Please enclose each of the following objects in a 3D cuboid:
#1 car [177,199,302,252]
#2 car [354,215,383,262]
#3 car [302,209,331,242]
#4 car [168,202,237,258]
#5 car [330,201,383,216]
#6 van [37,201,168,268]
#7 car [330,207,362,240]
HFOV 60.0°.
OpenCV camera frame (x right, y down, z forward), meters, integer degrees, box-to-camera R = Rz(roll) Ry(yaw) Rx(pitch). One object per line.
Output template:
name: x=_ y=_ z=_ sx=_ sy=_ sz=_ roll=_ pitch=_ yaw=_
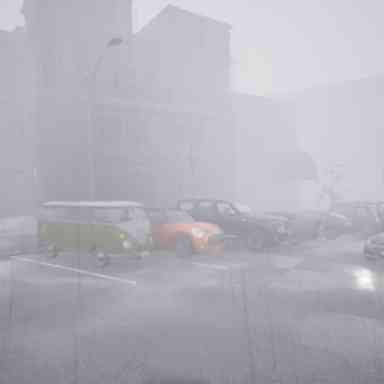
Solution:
car: x=1.579 y=1.327 z=14.690 sx=5.566 sy=2.045 sz=2.435 roll=-1 pitch=-2 yaw=34
car: x=7.766 y=1.652 z=11.407 sx=4.674 sy=1.442 sz=1.812 roll=1 pitch=-1 yaw=-36
car: x=3.956 y=1.653 z=16.453 sx=4.792 sy=1.488 sz=2.163 roll=-1 pitch=-1 yaw=34
car: x=-0.906 y=1.412 z=12.970 sx=4.553 sy=1.767 sz=2.185 roll=-1 pitch=-1 yaw=34
car: x=8.864 y=1.607 z=19.918 sx=4.553 sy=1.767 sz=2.185 roll=0 pitch=-1 yaw=34
van: x=-3.214 y=1.281 z=11.142 sx=4.442 sy=1.987 sz=1.878 roll=-1 pitch=-1 yaw=34
car: x=6.413 y=1.715 z=18.182 sx=4.674 sy=1.452 sz=2.002 roll=-1 pitch=-1 yaw=34
